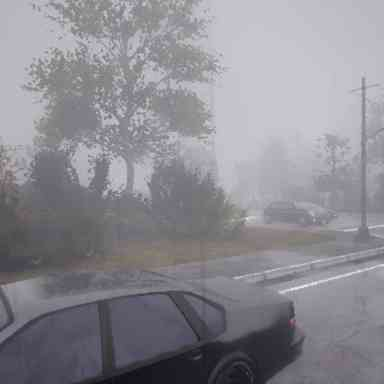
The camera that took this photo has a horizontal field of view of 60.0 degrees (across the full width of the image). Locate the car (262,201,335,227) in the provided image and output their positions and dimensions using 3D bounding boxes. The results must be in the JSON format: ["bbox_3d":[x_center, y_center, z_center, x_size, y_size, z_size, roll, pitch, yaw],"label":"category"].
[{"bbox_3d":[7.282,1.426,23.617,2.097,1.767,4.553,0,-1,-38],"label":"car"}]

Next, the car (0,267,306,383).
[{"bbox_3d":[-1.196,1.547,3.137,5.357,1.411,2.033,0,0,-36],"label":"car"}]

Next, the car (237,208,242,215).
[{"bbox_3d":[3.472,1.781,33.691,1.994,1.385,4.181,0,-1,-42],"label":"car"}]

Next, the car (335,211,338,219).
[{"bbox_3d":[9.182,1.594,26.862,1.837,1.490,4.892,0,-1,-42],"label":"car"}]
